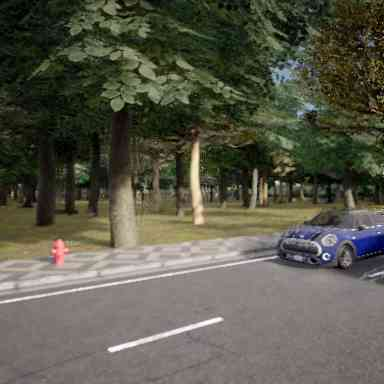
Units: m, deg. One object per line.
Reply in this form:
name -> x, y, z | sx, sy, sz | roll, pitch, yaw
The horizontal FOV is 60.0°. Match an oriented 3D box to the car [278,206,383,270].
car -> 4.993, 1.391, 11.238 | 4.553, 1.767, 2.097 | 0, 0, -35

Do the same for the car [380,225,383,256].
car -> 7.058, 1.604, 8.720 | 4.181, 1.385, 1.994 | 0, 0, -35
